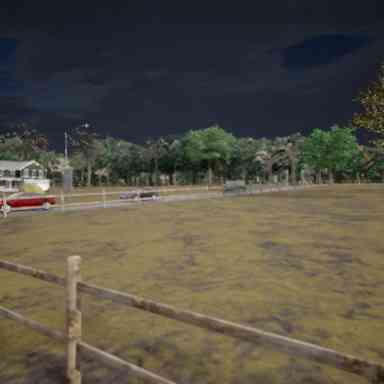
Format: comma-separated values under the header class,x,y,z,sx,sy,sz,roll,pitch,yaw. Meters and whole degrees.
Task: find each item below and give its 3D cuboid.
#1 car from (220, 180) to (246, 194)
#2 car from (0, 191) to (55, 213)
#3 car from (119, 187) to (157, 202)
class,x,y,z,sx,sy,sz,roll,pitch,yaw
car,6.733,-0.831,53.886,2.150,2.045,5.566,-2,1,36
car,-13.306,0.754,26.044,1.882,1.535,5.008,-2,1,36
car,-5.844,0.289,36.460,1.837,1.490,4.892,-2,2,36
